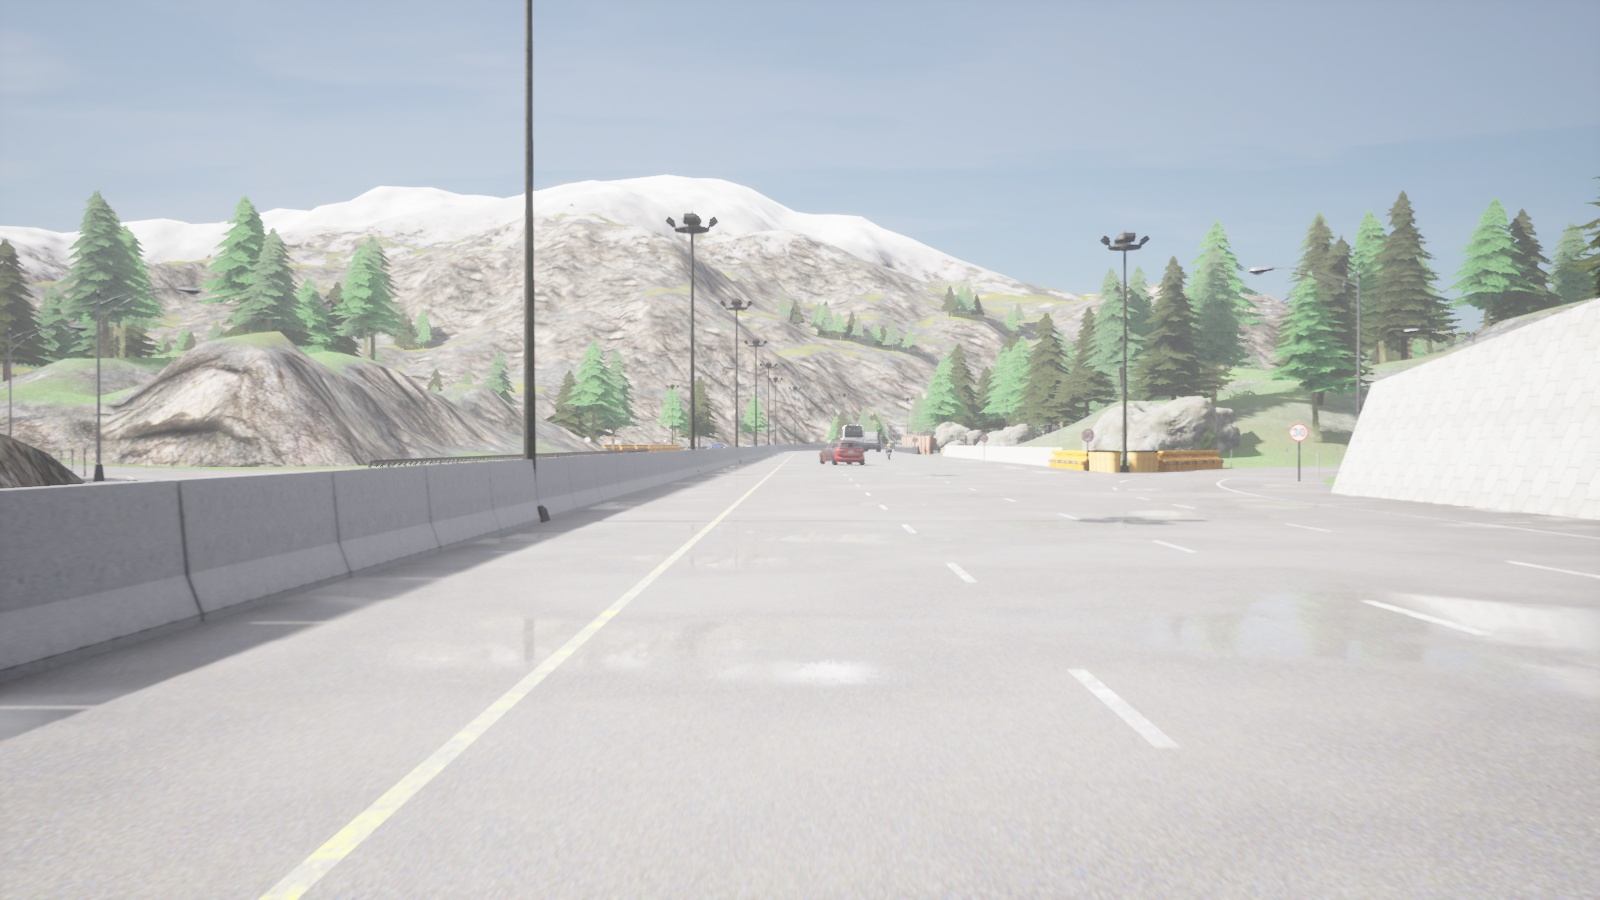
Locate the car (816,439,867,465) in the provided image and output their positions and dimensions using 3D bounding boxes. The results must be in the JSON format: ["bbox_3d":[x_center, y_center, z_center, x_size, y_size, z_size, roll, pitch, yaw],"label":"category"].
[{"bbox_3d":[2.759,0.115,84.618,2.242,1.667,4.611,0,0,-15],"label":"car"}]
